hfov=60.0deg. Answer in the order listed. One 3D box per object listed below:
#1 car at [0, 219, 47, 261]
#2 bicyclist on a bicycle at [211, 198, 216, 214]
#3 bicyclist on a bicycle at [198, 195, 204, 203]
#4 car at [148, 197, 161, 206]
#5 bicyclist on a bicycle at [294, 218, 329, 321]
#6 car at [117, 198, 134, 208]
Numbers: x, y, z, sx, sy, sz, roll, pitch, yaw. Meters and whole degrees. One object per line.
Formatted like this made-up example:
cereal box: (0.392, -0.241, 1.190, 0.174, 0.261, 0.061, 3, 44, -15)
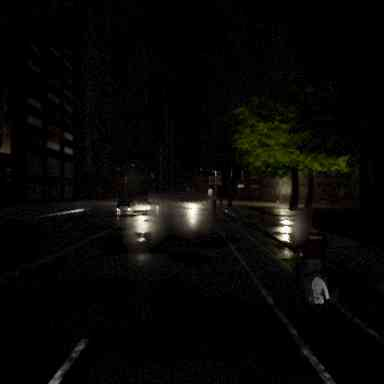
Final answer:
car: (-6.600, 1.603, 10.762, 1.895, 1.301, 4.718, 0, 0, 0)
bicyclist on a bicycle: (2.268, 1.477, 34.275, 0.582, 1.620, 1.656, 0, 0, 0)
bicyclist on a bicycle: (2.273, 1.492, 73.004, 0.659, 1.776, 1.843, 0, 0, 0)
car: (-6.496, 1.602, 57.785, 1.837, 1.490, 4.892, 0, -1, 0)
bicyclist on a bicycle: (2.237, 1.372, 6.404, 0.659, 1.776, 1.843, 0, 0, 0)
car: (-9.816, 1.584, 49.326, 1.812, 1.442, 4.674, 0, 0, 0)
